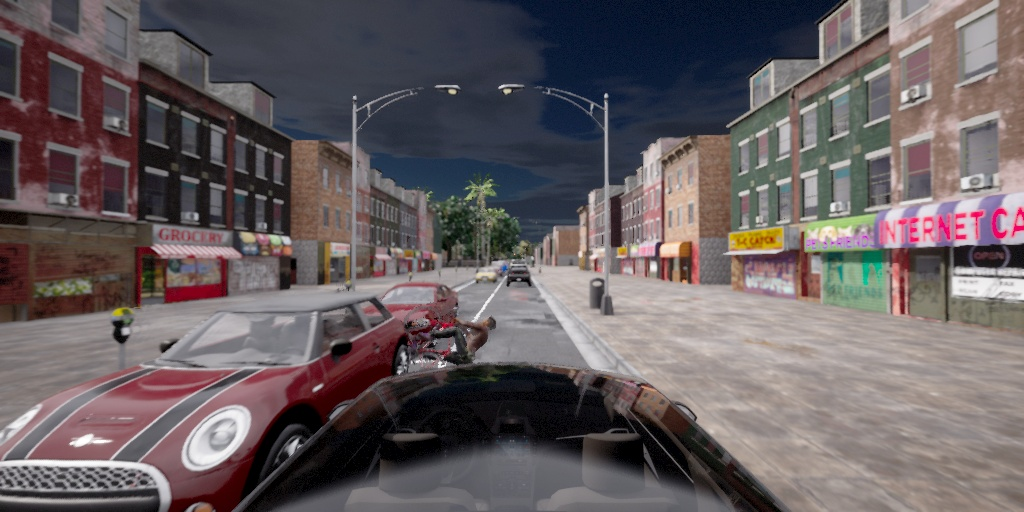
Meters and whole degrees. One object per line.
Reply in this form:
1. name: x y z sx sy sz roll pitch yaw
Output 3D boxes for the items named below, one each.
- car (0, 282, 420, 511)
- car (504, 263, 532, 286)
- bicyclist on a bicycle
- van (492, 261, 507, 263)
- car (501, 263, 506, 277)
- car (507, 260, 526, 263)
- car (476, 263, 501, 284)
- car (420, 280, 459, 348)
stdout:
1. car: -2.620 1.213 4.028 1.967 1.591 4.097 0 0 1
2. car: 0.546 1.540 28.622 1.837 1.490 4.892 0 -1 1
3. bicyclist on a bicycle: -1.039 1.401 6.007 1.620 0.582 1.656 -10 44 -5
4. van: -1.860 1.606 47.729 1.690 1.789 3.998 0 0 1
5. car: -1.955 1.779 42.266 1.802 1.307 4.207 0 0 1
6. car: 0.820 1.449 44.424 2.150 2.045 5.566 0 0 1
7. car: -2.148 1.592 31.173 1.751 1.417 4.829 0 0 1
8. car: -2.525 1.377 9.491 1.888 1.381 4.507 0 0 1
